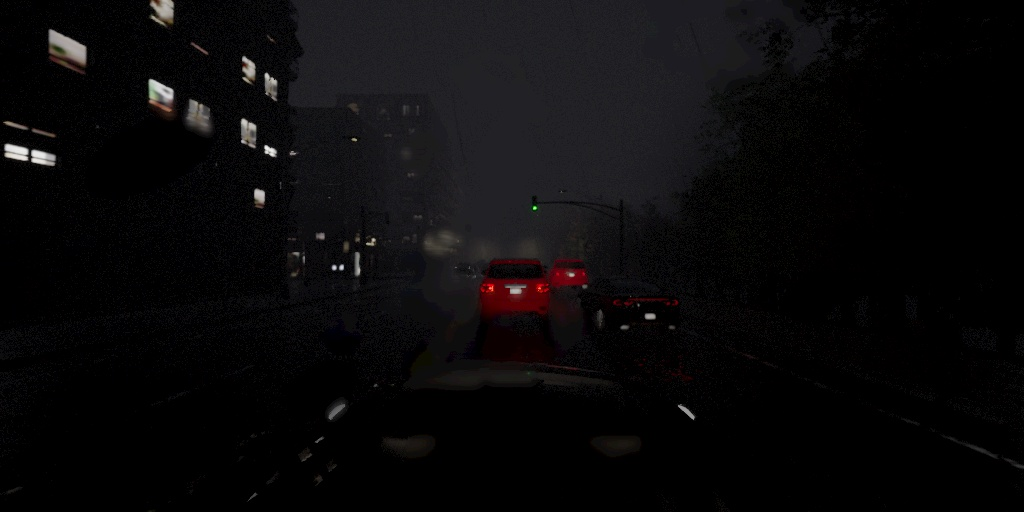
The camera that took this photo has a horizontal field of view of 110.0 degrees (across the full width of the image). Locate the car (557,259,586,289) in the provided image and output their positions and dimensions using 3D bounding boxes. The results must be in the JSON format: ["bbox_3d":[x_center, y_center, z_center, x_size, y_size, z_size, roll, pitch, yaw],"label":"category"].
[{"bbox_3d":[3.339,1.209,22.836,2.150,2.045,5.566,0,-1,0],"label":"car"}]

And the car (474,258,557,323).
[{"bbox_3d":[0.098,1.097,12.774,2.150,2.045,5.566,0,0,0],"label":"car"}]

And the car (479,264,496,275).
[{"bbox_3d":[-3.351,1.854,50.264,2.033,1.411,5.357,0,-1,0],"label":"car"}]

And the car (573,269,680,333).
[{"bbox_3d":[3.346,1.333,11.157,1.882,1.535,5.008,0,-1,0],"label":"car"}]

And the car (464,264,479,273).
[{"bbox_3d":[-6.587,2.012,59.080,1.895,1.301,4.718,0,-1,0],"label":"car"}]

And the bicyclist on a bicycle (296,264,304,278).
[{"bbox_3d":[-24.884,1.789,42.128,0.582,1.620,1.656,-1,0,-1],"label":"bicyclist on a bicycle"}]

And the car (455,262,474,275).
[{"bbox_3d":[-6.601,1.657,50.091,2.097,1.767,4.553,0,-1,0],"label":"car"}]

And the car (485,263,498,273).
[{"bbox_3d":[-3.334,1.925,59.800,1.837,1.490,4.892,0,-1,0],"label":"car"}]
